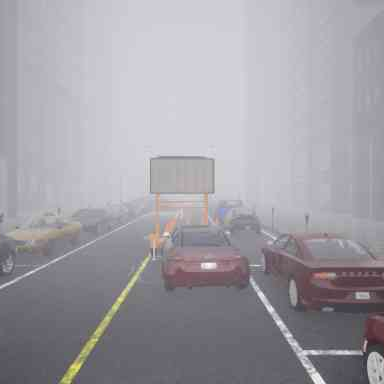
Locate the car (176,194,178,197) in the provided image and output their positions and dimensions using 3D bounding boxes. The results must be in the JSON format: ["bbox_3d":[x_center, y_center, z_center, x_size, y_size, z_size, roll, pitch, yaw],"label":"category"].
[{"bbox_3d":[-5.660,1.662,92.161,1.947,1.339,4.313,0,0,0],"label":"car"}]

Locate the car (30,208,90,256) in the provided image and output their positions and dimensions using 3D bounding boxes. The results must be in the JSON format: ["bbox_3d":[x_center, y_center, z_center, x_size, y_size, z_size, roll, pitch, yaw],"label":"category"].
[{"bbox_3d":[-5.749,1.527,13.079,1.752,1.417,4.829,0,0,0],"label":"car"}]

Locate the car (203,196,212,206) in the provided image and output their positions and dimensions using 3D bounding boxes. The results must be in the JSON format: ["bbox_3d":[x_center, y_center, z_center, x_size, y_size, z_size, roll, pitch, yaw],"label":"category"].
[{"bbox_3d":[2.808,1.571,41.438,2.008,1.369,4.403,0,0,0],"label":"car"}]

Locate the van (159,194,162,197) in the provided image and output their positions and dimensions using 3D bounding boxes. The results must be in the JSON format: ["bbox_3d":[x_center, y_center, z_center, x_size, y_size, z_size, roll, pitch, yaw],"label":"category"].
[{"bbox_3d":[-5.712,1.368,47.069,1.690,1.788,3.998,0,0,0],"label":"van"}]

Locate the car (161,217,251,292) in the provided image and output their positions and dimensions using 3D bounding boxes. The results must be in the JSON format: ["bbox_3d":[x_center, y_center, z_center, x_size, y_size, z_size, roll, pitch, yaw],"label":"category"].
[{"bbox_3d":[0.181,1.565,9.011,1.994,1.385,4.181,0,-1,-5],"label":"car"}]

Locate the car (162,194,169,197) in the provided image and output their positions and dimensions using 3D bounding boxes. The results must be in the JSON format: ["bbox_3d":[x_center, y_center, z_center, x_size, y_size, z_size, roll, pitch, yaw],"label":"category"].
[{"bbox_3d":[-5.699,1.355,58.341,2.192,1.841,5.009,0,0,0],"label":"car"}]

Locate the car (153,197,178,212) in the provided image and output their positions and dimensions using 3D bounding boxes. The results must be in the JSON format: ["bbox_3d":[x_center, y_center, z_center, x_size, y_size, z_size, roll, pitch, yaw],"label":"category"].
[{"bbox_3d":[-3.057,1.581,38.301,1.994,1.385,4.181,0,0,0],"label":"car"}]

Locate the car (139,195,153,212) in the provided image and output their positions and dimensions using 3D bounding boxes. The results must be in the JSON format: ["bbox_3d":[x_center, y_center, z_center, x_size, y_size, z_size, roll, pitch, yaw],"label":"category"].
[{"bbox_3d":[-5.724,1.455,35.796,1.967,1.590,4.097,0,0,0],"label":"car"}]

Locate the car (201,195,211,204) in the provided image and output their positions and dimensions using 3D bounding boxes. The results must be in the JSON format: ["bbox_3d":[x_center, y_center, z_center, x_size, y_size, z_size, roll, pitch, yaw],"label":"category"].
[{"bbox_3d":[2.820,1.578,52.710,1.887,1.381,4.507,0,0,0],"label":"car"}]

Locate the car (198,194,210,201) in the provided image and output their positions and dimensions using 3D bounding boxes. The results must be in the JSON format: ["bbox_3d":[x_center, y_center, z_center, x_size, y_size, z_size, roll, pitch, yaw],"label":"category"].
[{"bbox_3d":[2.832,1.363,63.983,2.192,1.841,5.009,0,0,0],"label":"car"}]

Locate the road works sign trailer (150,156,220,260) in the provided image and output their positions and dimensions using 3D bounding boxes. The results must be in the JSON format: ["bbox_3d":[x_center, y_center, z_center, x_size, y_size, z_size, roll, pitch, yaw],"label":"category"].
[{"bbox_3d":[-0.377,0.466,12.463,2.380,3.560,2.880,0,0,-5],"label":"road works sign trailer"}]

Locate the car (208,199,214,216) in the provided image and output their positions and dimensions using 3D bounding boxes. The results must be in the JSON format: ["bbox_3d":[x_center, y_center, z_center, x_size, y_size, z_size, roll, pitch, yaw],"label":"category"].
[{"bbox_3d":[2.795,1.561,30.166,2.008,1.369,4.403,0,0,0],"label":"car"}]

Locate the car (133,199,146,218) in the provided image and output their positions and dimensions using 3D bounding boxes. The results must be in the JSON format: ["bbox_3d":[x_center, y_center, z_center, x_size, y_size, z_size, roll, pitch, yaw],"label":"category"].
[{"bbox_3d":[-5.730,1.577,30.159,1.947,1.339,4.313,0,0,0],"label":"car"}]

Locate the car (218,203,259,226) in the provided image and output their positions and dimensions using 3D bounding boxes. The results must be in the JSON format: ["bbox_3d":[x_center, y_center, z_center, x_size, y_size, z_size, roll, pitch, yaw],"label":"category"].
[{"bbox_3d":[2.782,1.555,18.893,2.008,1.369,4.403,0,0,0],"label":"car"}]

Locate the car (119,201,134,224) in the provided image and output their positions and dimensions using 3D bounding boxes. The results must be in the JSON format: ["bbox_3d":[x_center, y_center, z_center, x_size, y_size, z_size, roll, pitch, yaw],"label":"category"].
[{"bbox_3d":[-5.736,1.589,24.523,1.802,1.307,4.206,0,0,0],"label":"car"}]

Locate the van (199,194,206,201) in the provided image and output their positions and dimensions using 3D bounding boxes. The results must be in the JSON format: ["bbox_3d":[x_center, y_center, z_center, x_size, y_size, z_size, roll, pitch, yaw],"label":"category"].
[{"bbox_3d":[2.864,1.438,92.164,1.690,1.788,3.998,0,0,0],"label":"van"}]

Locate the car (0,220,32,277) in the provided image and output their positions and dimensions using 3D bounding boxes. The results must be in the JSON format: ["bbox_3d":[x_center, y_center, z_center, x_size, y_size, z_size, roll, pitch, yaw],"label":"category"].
[{"bbox_3d":[-5.755,1.566,7.613,1.947,1.339,4.313,0,0,0],"label":"car"}]

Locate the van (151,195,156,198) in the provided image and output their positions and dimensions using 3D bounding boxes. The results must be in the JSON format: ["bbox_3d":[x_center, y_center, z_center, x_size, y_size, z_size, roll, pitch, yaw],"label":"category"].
[{"bbox_3d":[-5.718,1.362,41.432,1.690,1.788,3.998,0,0,0],"label":"van"}]

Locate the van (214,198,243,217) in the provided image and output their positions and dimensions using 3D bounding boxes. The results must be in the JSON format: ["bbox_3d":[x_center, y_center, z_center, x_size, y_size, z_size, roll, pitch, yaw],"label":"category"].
[{"bbox_3d":[2.788,1.348,24.529,1.690,1.788,3.998,0,0,0],"label":"van"}]

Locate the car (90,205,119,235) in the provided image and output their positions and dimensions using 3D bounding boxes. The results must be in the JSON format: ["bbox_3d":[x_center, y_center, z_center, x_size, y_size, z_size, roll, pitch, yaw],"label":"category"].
[{"bbox_3d":[-5.743,1.570,18.885,1.947,1.339,4.313,0,0,0],"label":"car"}]

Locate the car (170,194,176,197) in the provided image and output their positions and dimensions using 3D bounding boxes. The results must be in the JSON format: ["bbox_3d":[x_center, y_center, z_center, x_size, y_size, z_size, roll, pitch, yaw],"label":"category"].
[{"bbox_3d":[-5.673,1.620,80.888,1.887,1.381,4.507,0,0,0],"label":"car"}]

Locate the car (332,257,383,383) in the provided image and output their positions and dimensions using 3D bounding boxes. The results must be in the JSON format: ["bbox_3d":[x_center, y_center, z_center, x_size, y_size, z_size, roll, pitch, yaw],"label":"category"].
[{"bbox_3d":[2.763,1.545,1.984,1.887,1.381,4.507,0,0,0],"label":"car"}]

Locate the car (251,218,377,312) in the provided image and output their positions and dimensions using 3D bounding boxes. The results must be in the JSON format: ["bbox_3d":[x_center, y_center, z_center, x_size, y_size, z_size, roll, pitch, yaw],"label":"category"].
[{"bbox_3d":[2.770,1.545,7.621,1.887,1.381,4.507,0,0,0],"label":"car"}]
